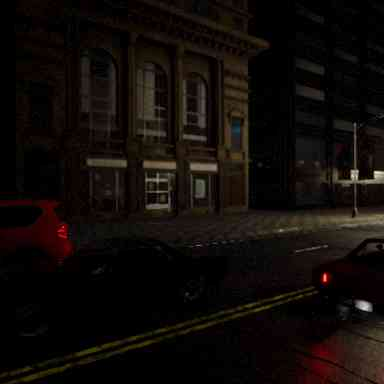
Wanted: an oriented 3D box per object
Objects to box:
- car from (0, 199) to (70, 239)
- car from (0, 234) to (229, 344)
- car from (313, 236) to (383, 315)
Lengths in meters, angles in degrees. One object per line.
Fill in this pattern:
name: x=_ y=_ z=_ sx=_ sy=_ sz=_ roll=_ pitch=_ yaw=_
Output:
car: x=-5.684 y=1.223 z=7.617 sx=5.566 sy=2.045 sz=2.150 roll=0 pitch=0 yaw=-35
car: x=-1.626 y=1.589 z=6.516 sx=4.718 sy=1.301 sz=1.895 roll=0 pitch=0 yaw=-35
car: x=4.621 y=1.563 z=6.731 sx=4.718 sy=1.301 sz=1.895 roll=0 pitch=0 yaw=-35
